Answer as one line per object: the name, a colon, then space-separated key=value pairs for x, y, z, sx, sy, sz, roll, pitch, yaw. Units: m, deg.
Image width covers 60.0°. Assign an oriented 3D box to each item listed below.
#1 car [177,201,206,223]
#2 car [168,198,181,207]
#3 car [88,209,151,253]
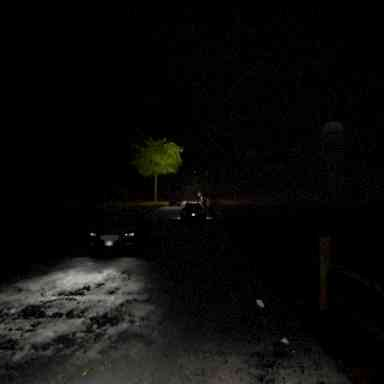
car: x=0.103 y=1.625 z=26.236 sx=1.994 sy=1.385 sz=4.181 roll=0 pitch=0 yaw=0
car: x=-2.812 y=1.677 z=54.559 sx=1.882 sy=1.535 sz=5.008 roll=0 pitch=0 yaw=0
car: x=-2.848 y=1.505 z=13.883 sx=2.128 sy=1.511 sz=4.902 roll=0 pitch=0 yaw=0
